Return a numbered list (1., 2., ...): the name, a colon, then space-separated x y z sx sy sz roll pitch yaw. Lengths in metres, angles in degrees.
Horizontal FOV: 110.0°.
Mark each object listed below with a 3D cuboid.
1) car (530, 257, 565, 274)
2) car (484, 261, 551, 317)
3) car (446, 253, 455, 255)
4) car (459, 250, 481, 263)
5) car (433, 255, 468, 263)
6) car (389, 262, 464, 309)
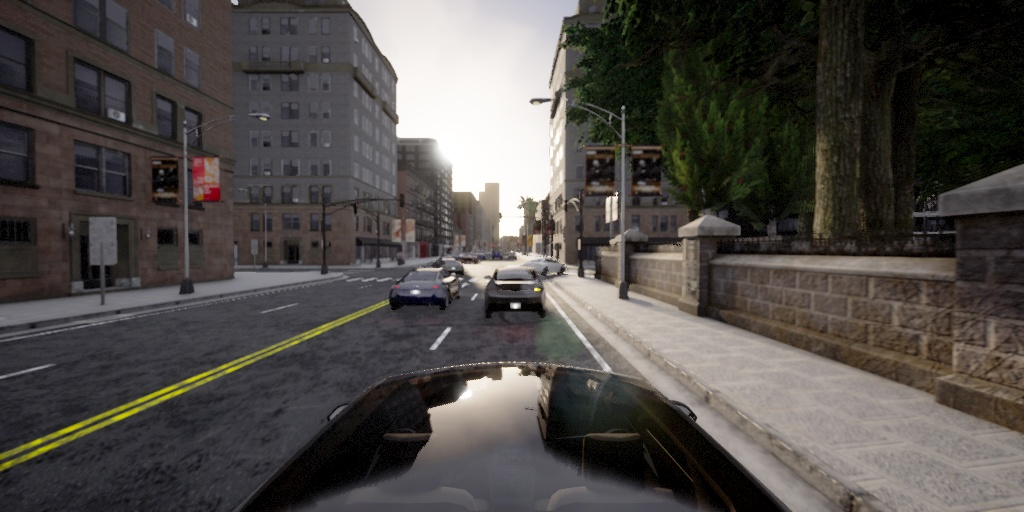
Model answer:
1. car: 2.614 0.835 29.356 1.812 1.442 4.674 0 1 34
2. car: 0.096 1.083 12.339 1.837 1.490 4.892 0 1 0
3. car: -9.822 0.351 56.180 2.128 1.511 4.902 0 1 0
4. car: -6.575 0.214 56.004 2.097 1.767 4.553 0 1 0
5. car: -5.390 0.870 29.032 1.994 1.385 4.181 0 1 -27
6. car: -3.154 1.120 13.732 1.994 1.385 4.181 0 1 0
